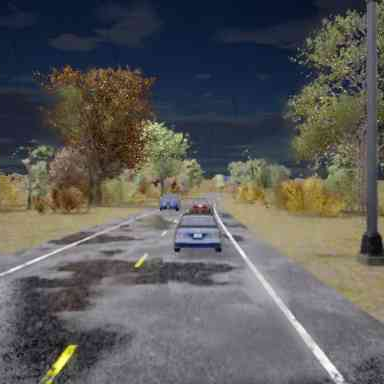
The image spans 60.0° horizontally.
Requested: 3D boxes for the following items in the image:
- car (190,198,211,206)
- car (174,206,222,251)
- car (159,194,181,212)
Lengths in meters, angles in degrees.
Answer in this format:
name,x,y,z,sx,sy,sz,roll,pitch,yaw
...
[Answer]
name,x,y,z,sx,sy,sz,roll,pitch,yaw
car,0.877,1.376,34.006,2.097,1.767,4.553,0,0,2
car,0.250,1.560,14.061,2.033,1.411,5.357,0,0,1
car,-2.539,1.240,40.041,2.150,2.045,5.566,0,0,3
